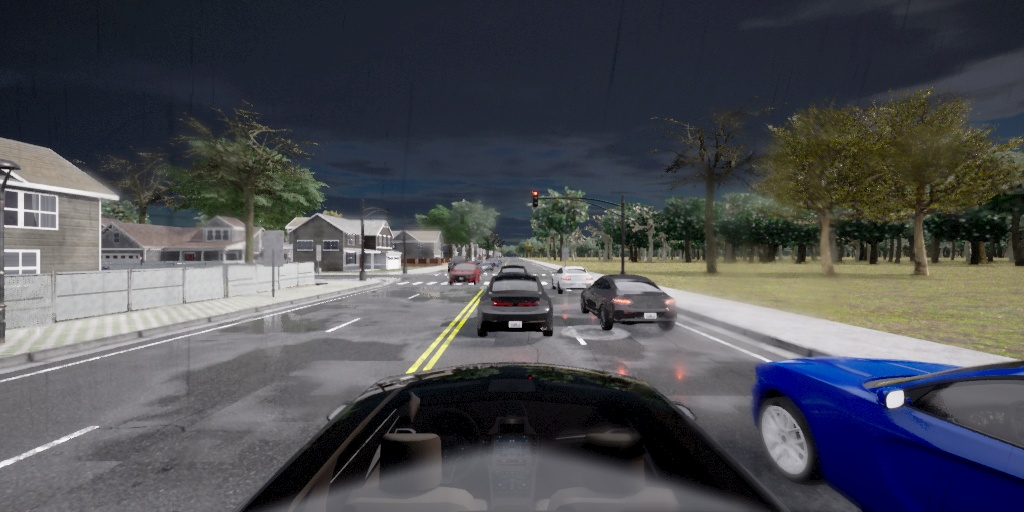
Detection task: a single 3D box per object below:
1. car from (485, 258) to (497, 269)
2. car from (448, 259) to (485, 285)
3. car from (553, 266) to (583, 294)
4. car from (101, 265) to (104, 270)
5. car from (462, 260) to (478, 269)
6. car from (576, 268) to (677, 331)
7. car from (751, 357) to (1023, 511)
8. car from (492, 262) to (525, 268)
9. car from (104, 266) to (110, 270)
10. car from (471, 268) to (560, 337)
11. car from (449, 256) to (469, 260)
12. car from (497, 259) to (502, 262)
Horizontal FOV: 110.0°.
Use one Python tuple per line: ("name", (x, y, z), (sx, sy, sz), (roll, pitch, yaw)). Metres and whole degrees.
("car", (-3.314, 1.230, 45.419), (2.128, 1.511, 4.902), (0, 0, -1))
("car", (-3.326, 1.227, 26.083), (1.882, 1.535, 5.008), (0, 0, 0))
("car", (3.327, 1.276, 20.035), (1.812, 1.442, 4.674), (0, 0, 0))
("car", (-38.715, 1.415, 30.849), (4.718, 1.301, 1.895), (0, 0, 0))
("car", (-6.536, 1.333, 56.048), (1.895, 1.301, 4.718), (0, 0, 0))
("car", (3.342, 1.276, 10.930), (1.812, 1.442, 4.674), (0, 0, 0))
("car", (3.350, 1.228, 1.615), (1.882, 1.535, 5.008), (0, 0, 0))
("car", (0.074, 1.255, 19.709), (1.837, 1.490, 4.892), (0, 0, 0))
("car", (-40.659, 1.342, 33.796), (4.674, 1.442, 1.812), (0, 0, 0))
("car", (0.091, 1.255, 10.293), (1.837, 1.490, 4.892), (0, 0, 0))
("car", (-6.557, 0.964, 45.088), (2.150, 2.045, 5.566), (0, 0, 0))
("car", (-3.267, 1.080, 60.594), (2.097, 1.767, 4.553), (0, 0, 0))
